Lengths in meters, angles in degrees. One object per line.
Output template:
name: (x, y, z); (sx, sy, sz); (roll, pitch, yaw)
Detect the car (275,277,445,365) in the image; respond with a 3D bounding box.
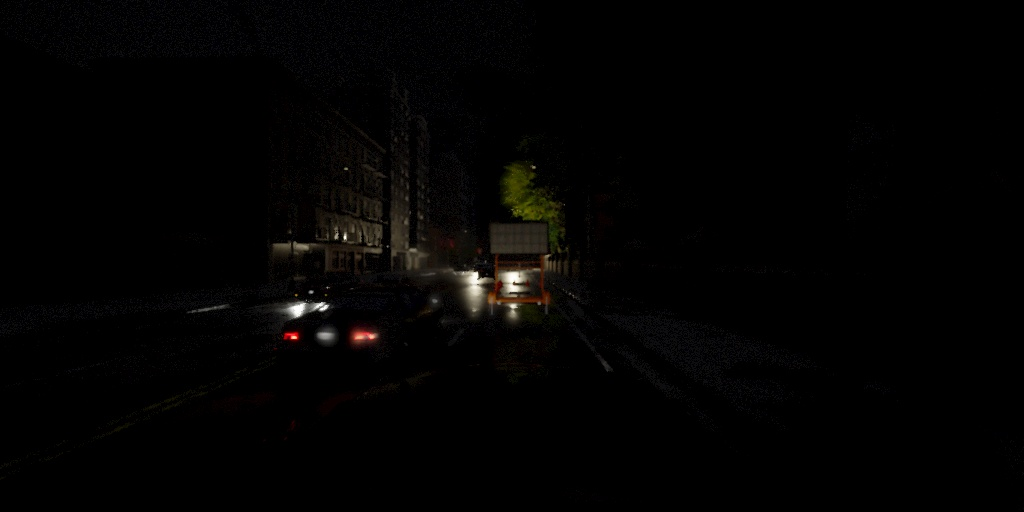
car: (-2.980, 1.387, 8.353); (2.033, 1.411, 5.357); (0, -1, 1)

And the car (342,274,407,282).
car: (-6.236, 1.565, 17.816); (1.895, 1.301, 4.718); (0, -1, 1)

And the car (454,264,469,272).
car: (-8.569, 2.038, 60.835); (2.033, 1.411, 5.357); (0, -1, 2)

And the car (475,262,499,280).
car: (-2.388, 1.658, 37.198); (1.882, 1.535, 5.008); (0, -1, 1)

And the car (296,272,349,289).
car: (-9.463, 1.553, 18.936); (1.994, 1.385, 4.181); (0, -1, 1)

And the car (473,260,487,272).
car: (-5.309, 1.706, 61.295); (2.150, 2.045, 5.566); (0, -1, 2)

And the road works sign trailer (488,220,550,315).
road works sign trailer: (0.298, 0.364, 14.394); (2.380, 3.560, 2.880); (0, 0, 1)
